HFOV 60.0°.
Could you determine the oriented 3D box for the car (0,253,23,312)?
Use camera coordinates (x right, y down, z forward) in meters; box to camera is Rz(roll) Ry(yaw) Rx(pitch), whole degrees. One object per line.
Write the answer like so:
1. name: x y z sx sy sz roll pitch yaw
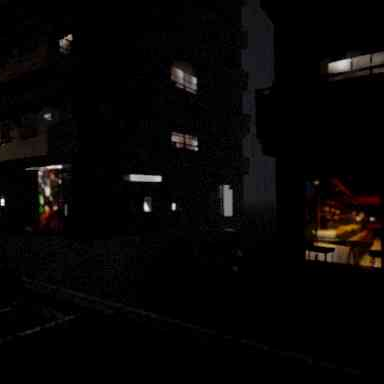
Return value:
1. car: -4.981 1.555 6.435 4.403 1.369 2.008 0 -1 35
